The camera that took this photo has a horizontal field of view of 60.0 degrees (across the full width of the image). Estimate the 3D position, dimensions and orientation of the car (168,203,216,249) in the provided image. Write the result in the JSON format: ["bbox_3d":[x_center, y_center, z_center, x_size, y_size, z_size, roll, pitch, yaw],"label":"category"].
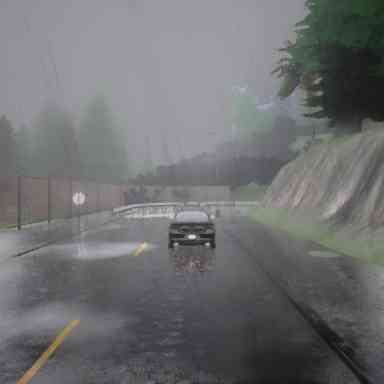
[{"bbox_3d":[0.000,1.485,14.650,1.882,1.535,5.008,0,0,0],"label":"car"}]

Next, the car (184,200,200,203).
[{"bbox_3d":[0.000,1.495,29.650,2.128,1.511,4.902,0,0,0],"label":"car"}]
